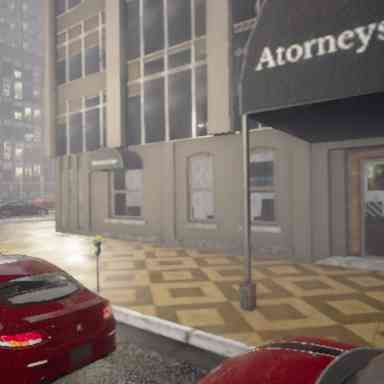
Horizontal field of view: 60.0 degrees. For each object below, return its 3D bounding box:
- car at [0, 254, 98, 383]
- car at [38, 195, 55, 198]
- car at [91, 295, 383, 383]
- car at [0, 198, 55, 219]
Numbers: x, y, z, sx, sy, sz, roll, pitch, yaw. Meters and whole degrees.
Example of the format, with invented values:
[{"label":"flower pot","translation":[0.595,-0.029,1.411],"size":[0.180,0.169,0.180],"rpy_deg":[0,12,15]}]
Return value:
[{"label":"car","translation":[-2.877,1.580,4.786],"size":[4.206,1.307,1.802],"rpy_deg":[0,-1,36]},{"label":"car","translation":[-14.869,1.209,34.184],"size":[5.009,1.841,2.192],"rpy_deg":[-1,0,-43]},{"label":"car","translation":[1.658,1.441,1.555],"size":[4.097,1.590,1.967],"rpy_deg":[0,-1,36]},{"label":"car","translation":[-14.001,1.406,27.312],"size":[1.994,1.385,4.181],"rpy_deg":[-1,0,44]}]
